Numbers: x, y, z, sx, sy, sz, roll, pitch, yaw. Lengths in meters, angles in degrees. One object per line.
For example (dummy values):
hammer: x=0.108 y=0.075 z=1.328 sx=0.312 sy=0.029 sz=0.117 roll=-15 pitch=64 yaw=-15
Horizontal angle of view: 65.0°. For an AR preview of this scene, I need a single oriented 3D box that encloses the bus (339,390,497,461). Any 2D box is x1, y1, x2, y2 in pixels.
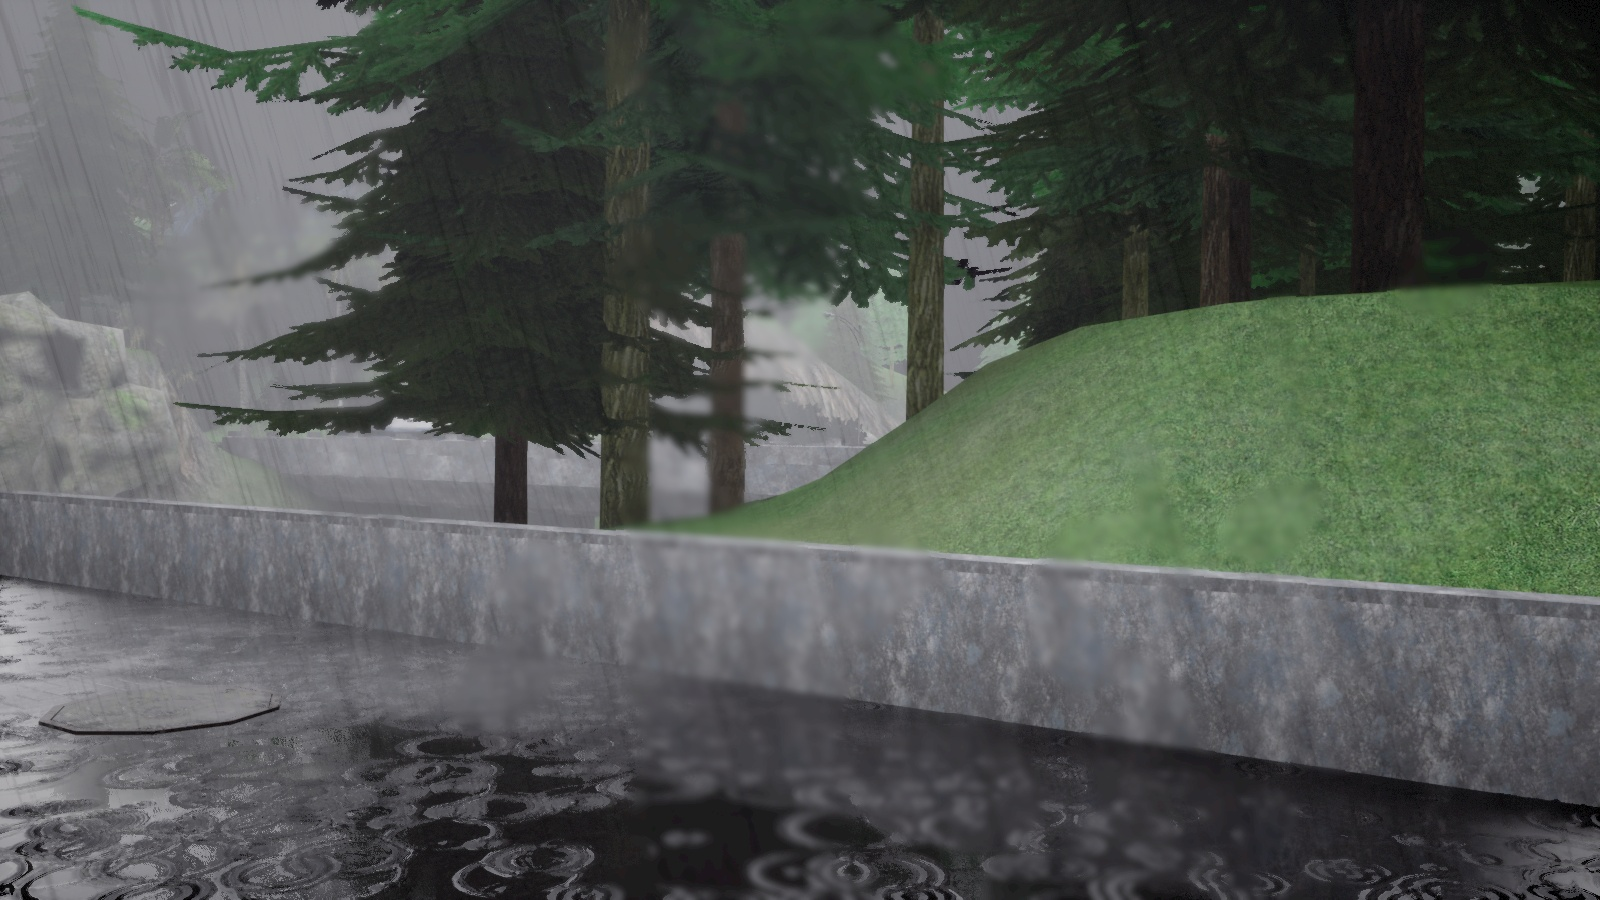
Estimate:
bus: x=-24.379 y=-1.514 z=79.831 sx=10.273 sy=4.253 sz=3.944 roll=0 pitch=1 yaw=34
